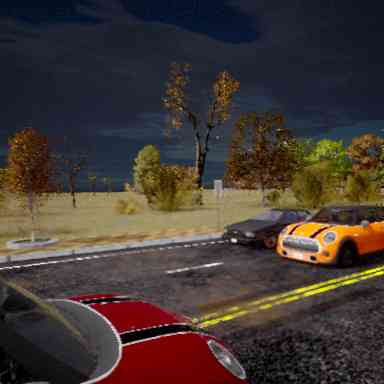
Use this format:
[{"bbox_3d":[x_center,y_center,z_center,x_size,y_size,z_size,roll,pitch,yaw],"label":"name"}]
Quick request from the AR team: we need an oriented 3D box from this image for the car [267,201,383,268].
[{"bbox_3d":[4.937,1.232,10.874,4.553,1.767,2.097,-1,1,-33],"label":"car"}]

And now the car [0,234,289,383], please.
[{"bbox_3d":[-1.700,1.350,2.174,4.553,1.767,2.097,-1,1,-36],"label":"car"}]

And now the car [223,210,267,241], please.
[{"bbox_3d":[3.807,1.413,14.027,5.357,1.411,2.033,-1,1,-33],"label":"car"}]
